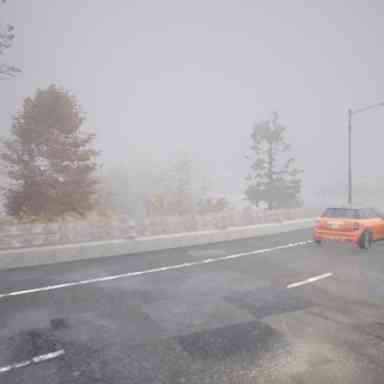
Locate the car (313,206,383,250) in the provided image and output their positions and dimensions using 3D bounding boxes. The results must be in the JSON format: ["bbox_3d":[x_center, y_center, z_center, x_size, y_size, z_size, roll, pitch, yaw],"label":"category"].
[{"bbox_3d":[7.310,1.382,14.808,4.553,1.767,2.097,0,0,-43],"label":"car"}]
